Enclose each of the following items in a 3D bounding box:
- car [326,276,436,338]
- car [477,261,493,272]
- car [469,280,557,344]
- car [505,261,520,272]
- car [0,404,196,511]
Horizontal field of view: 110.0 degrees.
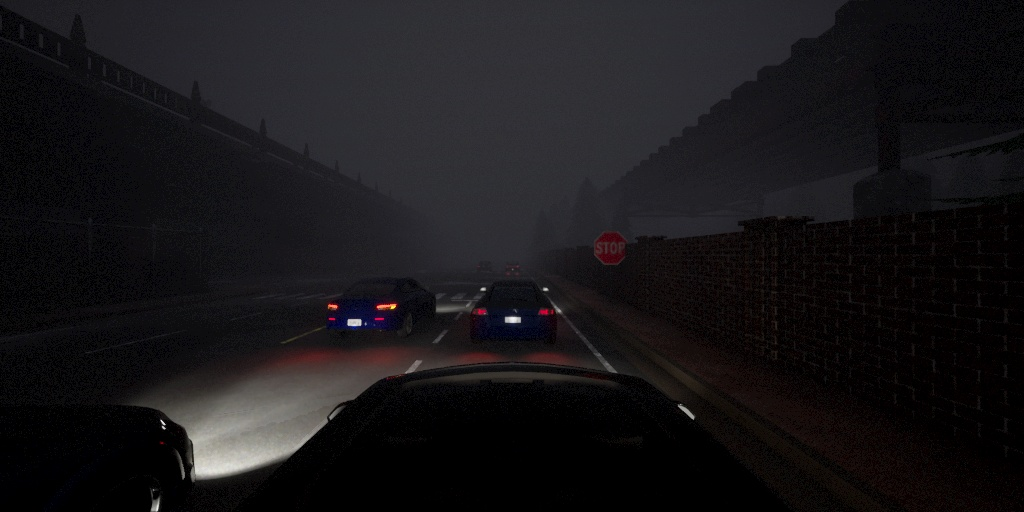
[{"bbox_3d":[-3.421,1.276,10.070,1.812,1.442,4.674,0,0,0],"label":"car"},{"bbox_3d":[-3.429,1.297,45.770,2.033,1.411,5.357,0,0,-1],"label":"car"},{"bbox_3d":[0.061,1.314,9.551,1.994,1.385,4.181,0,0,1],"label":"car"},{"bbox_3d":[0.060,1.351,46.248,1.895,1.301,4.718,0,0,-1],"label":"car"},{"bbox_3d":[-3.399,1.314,0.974,1.994,1.385,4.181,0,0,0],"label":"car"}]
